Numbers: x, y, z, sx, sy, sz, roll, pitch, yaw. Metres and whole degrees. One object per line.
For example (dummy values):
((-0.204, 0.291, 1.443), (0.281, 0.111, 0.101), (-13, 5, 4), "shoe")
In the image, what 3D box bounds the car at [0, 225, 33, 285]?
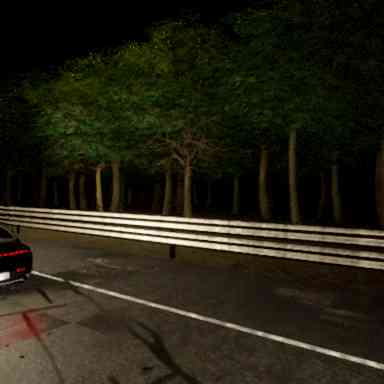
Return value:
((-5.825, 1.457, 8.148), (4.892, 1.490, 1.837), (0, 0, 36), "car")
